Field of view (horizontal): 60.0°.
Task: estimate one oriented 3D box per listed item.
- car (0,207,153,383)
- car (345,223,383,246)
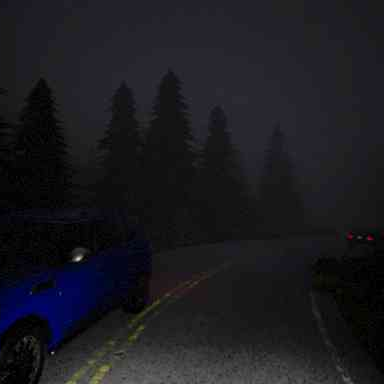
[{"bbox_3d":[-2.378,1.294,5.391,2.150,2.045,5.566,1,-2,13],"label":"car"},{"bbox_3d":[13.165,3.333,24.580,2.033,1.411,5.357,2,-2,43],"label":"car"}]
